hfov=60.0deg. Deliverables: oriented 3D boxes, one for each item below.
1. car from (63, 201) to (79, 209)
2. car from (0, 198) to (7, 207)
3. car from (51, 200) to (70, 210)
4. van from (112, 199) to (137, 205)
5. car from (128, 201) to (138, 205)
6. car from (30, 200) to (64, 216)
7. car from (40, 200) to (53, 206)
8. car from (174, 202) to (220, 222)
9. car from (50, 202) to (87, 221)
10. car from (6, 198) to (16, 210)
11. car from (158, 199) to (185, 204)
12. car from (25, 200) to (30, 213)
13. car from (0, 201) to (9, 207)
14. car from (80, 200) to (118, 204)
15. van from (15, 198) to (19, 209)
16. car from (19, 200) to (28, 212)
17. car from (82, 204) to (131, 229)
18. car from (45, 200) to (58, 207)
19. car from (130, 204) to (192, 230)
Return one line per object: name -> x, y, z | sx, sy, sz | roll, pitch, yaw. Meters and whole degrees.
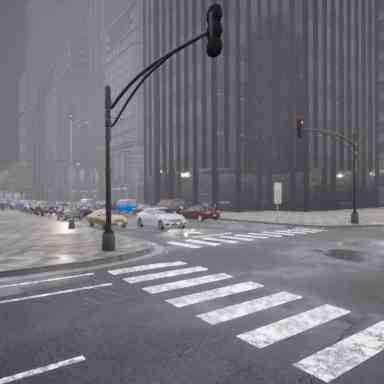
car -> -22.656, 2.407, 62.219 | 1.802, 1.307, 4.206 | -1, 0, -35
car -> -41.246, 2.668, 73.687 | 1.887, 1.381, 4.507 | -1, 0, -35
car -> -23.018, 2.271, 57.971 | 1.882, 1.535, 5.008 | 0, -1, -35
van -> -8.224, 1.833, 41.903 | 1.690, 1.788, 3.998 | -1, 0, -35
car -> -5.279, 2.004, 37.750 | 1.802, 1.307, 4.206 | -1, 0, -35
car -> -17.677, 1.901, 40.460 | 2.192, 1.841, 5.009 | -1, 0, -35
car -> -34.697, 2.661, 79.191 | 1.947, 1.339, 4.313 | -1, 0, -35
car -> 0.597, 1.828, 29.446 | 1.887, 1.381, 4.507 | -1, 0, -35
car -> -12.018, 2.004, 32.490 | 2.008, 1.369, 4.403 | -1, 0, -35
car -> -31.913, 2.354, 60.529 | 1.967, 1.590, 4.097 | -1, 0, -35
car -> -2.347, 1.668, 33.598 | 2.192, 1.841, 5.009 | -1, 0, -35
car -> -20.499, 2.196, 44.444 | 1.887, 1.381, 4.507 | -1, 0, -35
car -> -44.356, 2.772, 78.073 | 1.802, 1.307, 4.206 | -1, 0, -35
car -> -9.798, 1.933, 33.984 | 2.128, 1.511, 4.902 | 0, -1, -35
van -> -26.158, 2.123, 52.414 | 1.690, 1.788, 3.998 | -1, 0, -35
car -> -23.328, 2.157, 48.429 | 1.967, 1.590, 4.097 | -1, 0, -35
car -> -6.266, 1.843, 24.382 | 1.752, 1.417, 4.829 | -1, 0, -35
car -> -31.686, 2.596, 74.947 | 1.947, 1.339, 4.313 | -1, 0, -35
car -> -2.281, 1.790, 23.399 | 1.812, 1.442, 4.674 | 0, -1, -37
